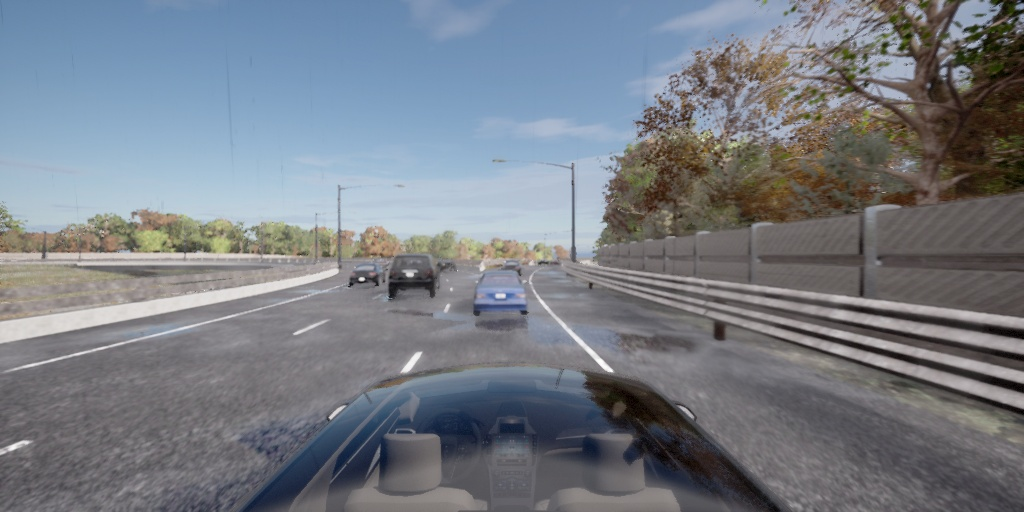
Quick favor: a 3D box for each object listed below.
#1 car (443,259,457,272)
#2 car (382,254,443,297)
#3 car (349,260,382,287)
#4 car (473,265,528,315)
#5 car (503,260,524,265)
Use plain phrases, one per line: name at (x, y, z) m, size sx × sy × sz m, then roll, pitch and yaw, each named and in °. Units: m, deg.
car at (-7.784, 1.095, 42.178) m, size 1.837 × 1.490 × 4.892 m, roll 0°, pitch 0°, yaw -20°
car at (-4.911, 0.914, 18.529) m, size 2.150 × 2.045 × 5.566 m, roll 0°, pitch 0°, yaw -9°
car at (-9.506, 1.215, 23.793) m, size 1.812 × 1.442 × 4.674 m, roll 0°, pitch 0°, yaw -12°
car at (-0.410, 1.242, 13.329) m, size 2.033 × 1.411 × 5.357 m, roll 0°, pitch 0°, yaw -2°
car at (0.085, 1.122, 32.843) m, size 1.812 × 1.442 × 4.674 m, roll 0°, pitch 0°, yaw 5°
